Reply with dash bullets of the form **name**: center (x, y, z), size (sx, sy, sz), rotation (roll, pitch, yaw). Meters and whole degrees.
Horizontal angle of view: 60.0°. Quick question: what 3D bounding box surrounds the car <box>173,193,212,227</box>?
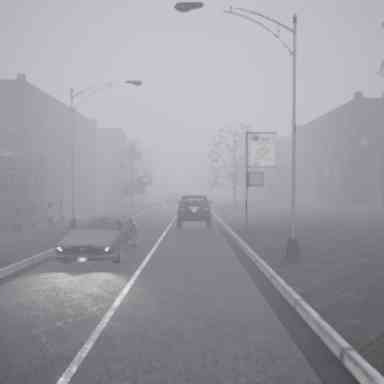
- **car**: center (0.155, 1.194, 22.500), size (2.150, 2.045, 5.566), rotation (0, 0, 1)

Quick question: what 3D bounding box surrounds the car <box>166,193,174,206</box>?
- **car**: center (-2.885, 1.147, 52.495), size (2.150, 2.045, 5.566), rotation (0, 0, 1)

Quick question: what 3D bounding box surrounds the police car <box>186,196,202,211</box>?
- **police car**: center (0.237, 1.368, 41.550), size (1.930, 1.638, 5.238), rotation (0, 0, 0)

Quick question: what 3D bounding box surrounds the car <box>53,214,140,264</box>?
- **car**: center (-3.109, 1.538, 12.102), size (2.033, 1.411, 5.357), rotation (0, 0, 0)
